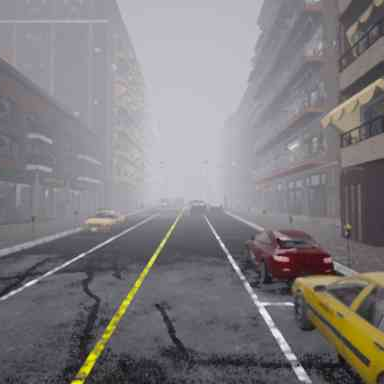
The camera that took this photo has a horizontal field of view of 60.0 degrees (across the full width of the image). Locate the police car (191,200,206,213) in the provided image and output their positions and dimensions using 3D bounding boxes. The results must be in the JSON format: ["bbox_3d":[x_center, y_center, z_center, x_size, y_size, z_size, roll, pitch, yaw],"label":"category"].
[{"bbox_3d":[0.837,1.948,46.898,1.930,1.638,5.238,0,-1,0],"label":"police car"}]

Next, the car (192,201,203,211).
[{"bbox_3d":[0.839,2.124,52.788,1.812,1.442,4.674,0,-1,0],"label":"car"}]

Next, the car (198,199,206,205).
[{"bbox_3d":[2.606,2.604,86.889,1.887,1.381,4.507,1,-1,0],"label":"car"}]

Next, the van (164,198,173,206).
[{"bbox_3d":[-5.271,2.244,75.894,1.690,1.788,3.998,2,-1,0],"label":"van"}]

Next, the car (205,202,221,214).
[{"bbox_3d":[2.596,1.998,42.819,1.752,1.417,4.829,1,-1,0],"label":"car"}]

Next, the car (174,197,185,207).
[{"bbox_3d":[-2.732,2.058,71.047,2.150,2.045,5.566,0,-1,0],"label":"car"}]

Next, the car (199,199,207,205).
[{"bbox_3d":[2.605,2.524,81.359,1.887,1.381,4.507,1,-1,0],"label":"car"}]

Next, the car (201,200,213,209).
[{"bbox_3d":[2.599,2.226,59.238,1.887,1.381,4.507,1,-1,0],"label":"car"}]

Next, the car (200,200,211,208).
[{"bbox_3d":[2.601,2.304,64.769,2.008,1.369,4.403,1,-1,0],"label":"car"}]

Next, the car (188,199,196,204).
[{"bbox_3d":[0.023,2.515,88.365,1.895,1.301,4.718,0,-1,0],"label":"car"}]

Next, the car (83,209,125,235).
[{"bbox_3d":[-5.288,1.739,20.428,1.752,1.417,4.829,2,-1,0],"label":"car"}]

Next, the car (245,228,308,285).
[{"bbox_3d":[2.587,1.679,9.469,1.802,1.307,4.206,1,-1,0],"label":"car"}]

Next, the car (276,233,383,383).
[{"bbox_3d":[2.587,1.568,4.110,1.752,1.417,4.829,2,-1,0],"label":"car"}]

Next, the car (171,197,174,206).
[{"bbox_3d":[-5.273,2.069,64.837,2.192,1.841,5.009,2,-1,0],"label":"car"}]

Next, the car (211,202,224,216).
[{"bbox_3d":[2.594,1.949,37.117,1.887,1.381,4.507,1,-1,0],"label":"car"}]

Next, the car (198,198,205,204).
[{"bbox_3d":[2.618,2.580,92.421,1.967,1.590,4.097,1,-1,0],"label":"car"}]

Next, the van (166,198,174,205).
[{"bbox_3d":[-5.271,2.322,81.426,1.690,1.788,3.998,1,-1,0],"label":"van"}]

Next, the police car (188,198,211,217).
[{"bbox_3d":[0.722,1.826,36.896,1.930,1.638,5.238,0,-1,0],"label":"police car"}]

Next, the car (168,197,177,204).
[{"bbox_3d":[-5.267,2.456,92.486,2.192,1.841,5.009,1,-1,0],"label":"car"}]

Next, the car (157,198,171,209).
[{"bbox_3d":[-5.280,2.205,59.133,1.752,1.417,4.829,2,-1,0],"label":"car"}]
